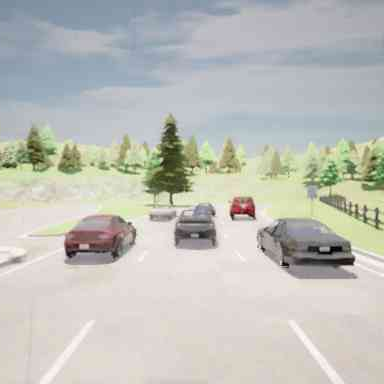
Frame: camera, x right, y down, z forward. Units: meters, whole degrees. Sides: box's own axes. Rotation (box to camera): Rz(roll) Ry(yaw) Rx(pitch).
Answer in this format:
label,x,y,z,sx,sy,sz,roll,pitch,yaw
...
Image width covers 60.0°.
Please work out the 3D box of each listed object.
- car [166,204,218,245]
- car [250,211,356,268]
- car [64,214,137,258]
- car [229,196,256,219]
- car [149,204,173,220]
label,x,y,z,sx,sy,sz,roll,pitch,yaw
car,0.206,1.569,15.952,2.128,1.511,4.902,0,0,2
car,3.580,1.603,11.477,2.033,1.411,5.357,0,0,0
car,-3.399,1.589,12.911,1.812,1.442,4.674,0,0,1
car,4.602,1.369,30.469,2.150,2.045,5.566,0,0,6
car,-2.488,1.745,29.785,1.895,1.301,4.718,0,0,5
